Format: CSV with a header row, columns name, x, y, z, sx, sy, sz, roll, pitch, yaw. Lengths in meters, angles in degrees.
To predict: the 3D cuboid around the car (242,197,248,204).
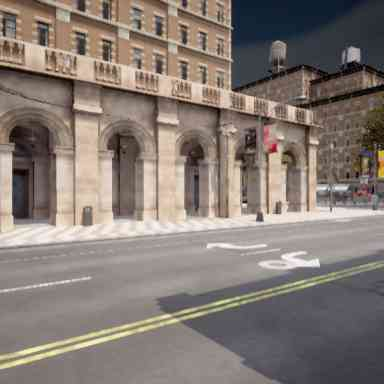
name,x,y,z,sx,sy,sz,roll,pitch,yaw
car,9.847,1.551,56.587,1.895,1.301,4.718,0,0,-36
